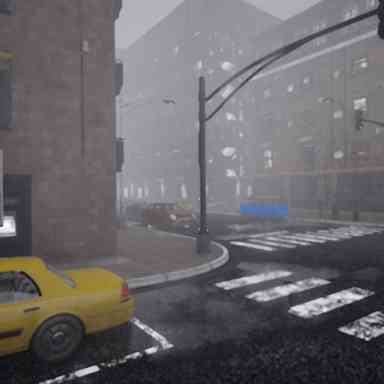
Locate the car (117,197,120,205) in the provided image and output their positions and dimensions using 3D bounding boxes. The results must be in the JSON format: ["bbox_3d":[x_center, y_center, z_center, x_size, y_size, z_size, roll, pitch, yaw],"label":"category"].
[{"bbox_3d":[-7.928,1.391,43.542,1.887,1.381,4.507,-1,0,-36],"label":"car"}]

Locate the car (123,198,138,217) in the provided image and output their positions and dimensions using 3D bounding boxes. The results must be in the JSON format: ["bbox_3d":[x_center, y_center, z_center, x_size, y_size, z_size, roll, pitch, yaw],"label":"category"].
[{"bbox_3d":[-4.021,1.484,28.271,1.994,1.385,4.181,-1,1,-36],"label":"car"}]

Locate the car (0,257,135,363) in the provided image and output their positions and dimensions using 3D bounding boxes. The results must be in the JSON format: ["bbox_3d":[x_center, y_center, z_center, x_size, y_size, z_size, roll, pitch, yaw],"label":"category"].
[{"bbox_3d":[-3.175,1.526,4.302,4.829,1.417,1.752,0,0,-35],"label":"car"}]

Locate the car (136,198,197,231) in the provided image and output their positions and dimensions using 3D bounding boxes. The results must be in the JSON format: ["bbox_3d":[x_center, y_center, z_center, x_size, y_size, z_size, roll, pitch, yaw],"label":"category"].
[{"bbox_3d":[-1.448,1.400,20.299,1.967,1.590,4.097,-1,0,-36],"label":"car"}]

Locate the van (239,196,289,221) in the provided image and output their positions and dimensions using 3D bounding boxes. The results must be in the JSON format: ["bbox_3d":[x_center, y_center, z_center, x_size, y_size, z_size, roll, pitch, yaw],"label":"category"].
[{"bbox_3d":[5.351,1.208,25.197,1.690,1.788,3.998,-1,0,-36],"label":"van"}]

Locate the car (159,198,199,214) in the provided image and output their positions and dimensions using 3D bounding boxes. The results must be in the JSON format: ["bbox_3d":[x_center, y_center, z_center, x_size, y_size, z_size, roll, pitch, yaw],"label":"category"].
[{"bbox_3d":[-1.388,1.377,34.508,1.752,1.417,4.829,-1,0,-36],"label":"car"}]

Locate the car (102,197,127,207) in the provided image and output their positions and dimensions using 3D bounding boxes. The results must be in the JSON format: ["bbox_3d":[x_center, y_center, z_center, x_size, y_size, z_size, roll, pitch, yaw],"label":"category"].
[{"bbox_3d":[-11.247,1.391,48.128,1.887,1.381,4.507,-1,0,-36],"label":"car"}]
